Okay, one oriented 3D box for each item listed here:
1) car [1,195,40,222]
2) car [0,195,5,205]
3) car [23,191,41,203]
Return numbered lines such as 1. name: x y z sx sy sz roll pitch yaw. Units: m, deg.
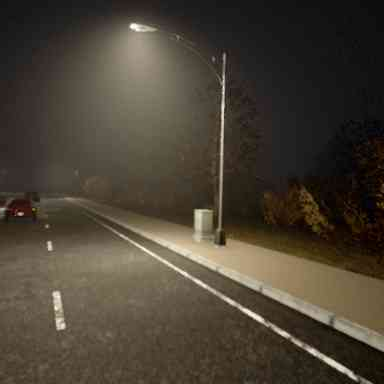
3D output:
1. car: -11.599 1.172 22.763 1.812 1.442 4.674 1 0 -24
2. car: -21.896 0.954 37.288 1.895 1.301 4.718 1 0 -24
3. car: -21.319 0.699 44.356 2.097 1.767 4.553 1 0 -24
